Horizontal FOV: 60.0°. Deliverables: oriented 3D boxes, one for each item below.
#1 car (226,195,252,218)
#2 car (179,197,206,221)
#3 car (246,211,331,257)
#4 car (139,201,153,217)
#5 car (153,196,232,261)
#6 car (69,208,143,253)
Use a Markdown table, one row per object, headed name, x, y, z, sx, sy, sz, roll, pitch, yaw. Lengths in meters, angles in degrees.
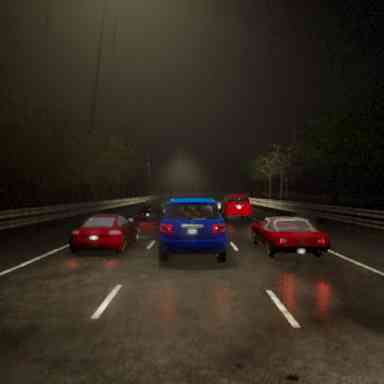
| name | x | y | z | sx | sy | sz | roll | pitch | yaw |
| --- | --- | --- | --- | --- | --- | --- | --- | --- | --- |
| car | 3.541 | 1.239 | 27.410 | 2.150 | 2.045 | 5.566 | 0 | 0 | 1 |
| car | 0.048 | 1.367 | 28.422 | 2.097 | 1.767 | 4.553 | 0 | 0 | 0 |
| car | 3.542 | 1.615 | 12.916 | 1.895 | 1.301 | 4.718 | 0 | 0 | 1 |
| car | -3.451 | 1.522 | 28.579 | 1.837 | 1.490 | 4.892 | 0 | 0 | 1 |
| car | 0.039 | 1.237 | 12.394 | 2.150 | 2.045 | 5.566 | 0 | 0 | 1 |
| car | -3.450 | 1.580 | 13.729 | 1.994 | 1.385 | 4.181 | 0 | 0 | 0 |
